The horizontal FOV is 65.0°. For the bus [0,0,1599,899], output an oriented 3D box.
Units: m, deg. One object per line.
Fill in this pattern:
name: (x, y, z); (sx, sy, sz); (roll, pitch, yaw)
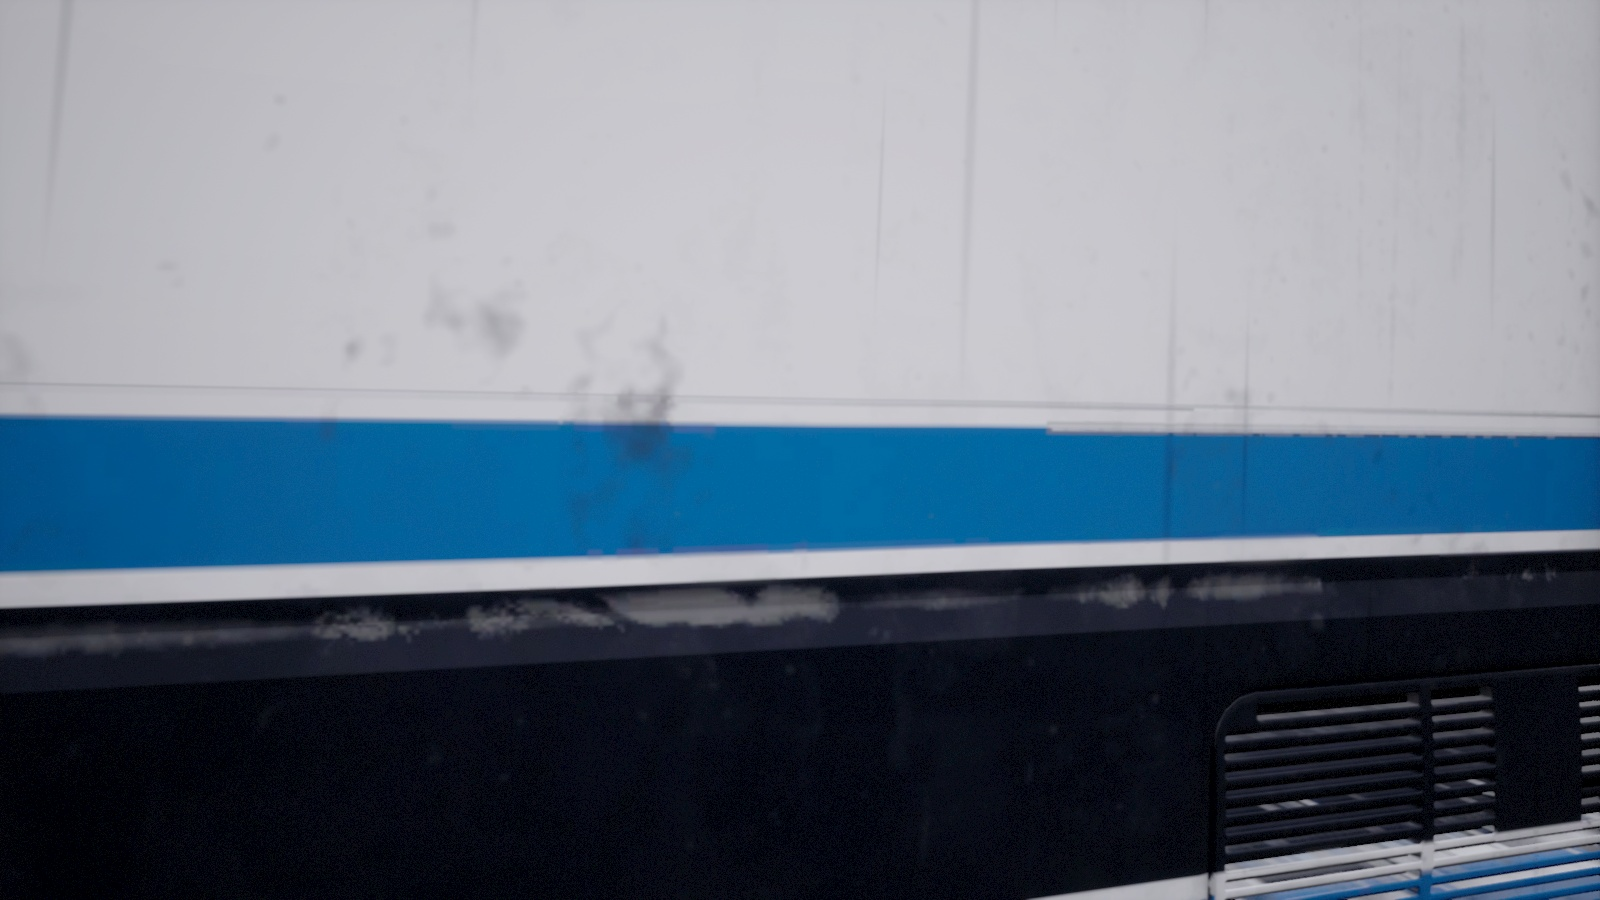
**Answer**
bus: (-0.123, -0.632, 3.176); (10.273, 4.253, 3.944); (-1, 1, -21)
